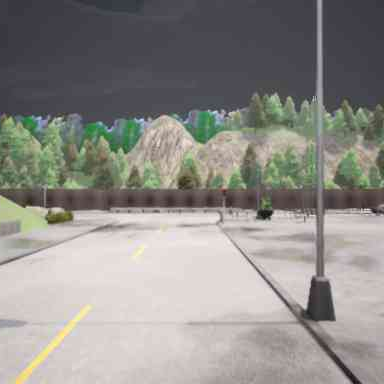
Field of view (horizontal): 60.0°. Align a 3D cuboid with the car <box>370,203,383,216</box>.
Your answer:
[{"bbox_3d":[21.964,1.851,35.962,4.902,1.511,2.128,0,-1,0],"label":"car"}]
